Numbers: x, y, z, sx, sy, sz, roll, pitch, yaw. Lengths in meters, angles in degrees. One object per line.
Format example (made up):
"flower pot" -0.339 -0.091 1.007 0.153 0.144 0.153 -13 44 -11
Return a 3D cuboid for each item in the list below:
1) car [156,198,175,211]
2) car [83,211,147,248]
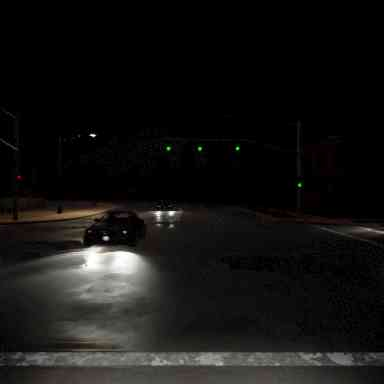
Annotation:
"car" -3.192 1.525 39.889 1.837 1.490 4.892 1 0 -2
"car" -3.225 1.564 14.641 1.994 1.385 4.181 0 0 2
